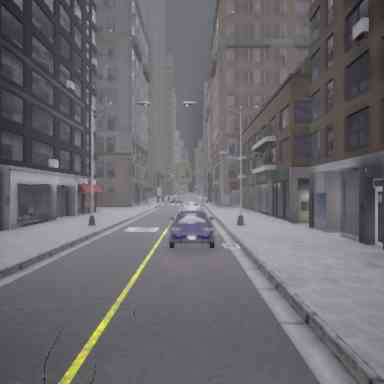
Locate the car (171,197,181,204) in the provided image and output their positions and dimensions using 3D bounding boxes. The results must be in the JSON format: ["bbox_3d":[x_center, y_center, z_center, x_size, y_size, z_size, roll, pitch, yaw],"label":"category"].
[{"bbox_3d":[-3.000,1.606,64.649,1.994,1.385,4.181,0,0,0],"label":"car"}]

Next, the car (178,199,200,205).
[{"bbox_3d":[0.001,1.534,29.649,1.812,1.442,4.674,0,0,0],"label":"car"}]

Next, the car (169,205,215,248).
[{"bbox_3d":[0.000,1.532,14.650,1.812,1.442,4.674,0,0,0],"label":"car"}]
